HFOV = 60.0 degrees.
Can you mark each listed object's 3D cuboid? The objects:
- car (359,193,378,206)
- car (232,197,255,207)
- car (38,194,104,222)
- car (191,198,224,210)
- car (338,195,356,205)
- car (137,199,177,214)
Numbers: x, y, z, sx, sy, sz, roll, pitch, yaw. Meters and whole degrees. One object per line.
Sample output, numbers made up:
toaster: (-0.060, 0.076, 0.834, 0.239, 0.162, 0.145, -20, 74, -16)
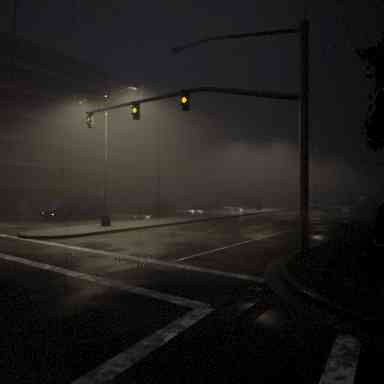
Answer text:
car: (28.715, 1.221, 54.042, 2.150, 2.045, 5.566, 0, 0, 36)
car: (7.979, 1.505, 51.241, 1.837, 1.490, 4.892, 0, 0, 36)
car: (-9.535, 1.222, 27.110, 2.150, 2.045, 5.566, 0, 0, 36)
car: (2.114, 1.547, 43.201, 2.033, 1.411, 5.357, 0, 0, 36)
car: (26.647, 1.352, 57.155, 2.097, 1.767, 4.553, 0, 0, 36)
car: (-3.671, 1.478, 35.210, 1.882, 1.535, 5.008, 0, 0, 36)
